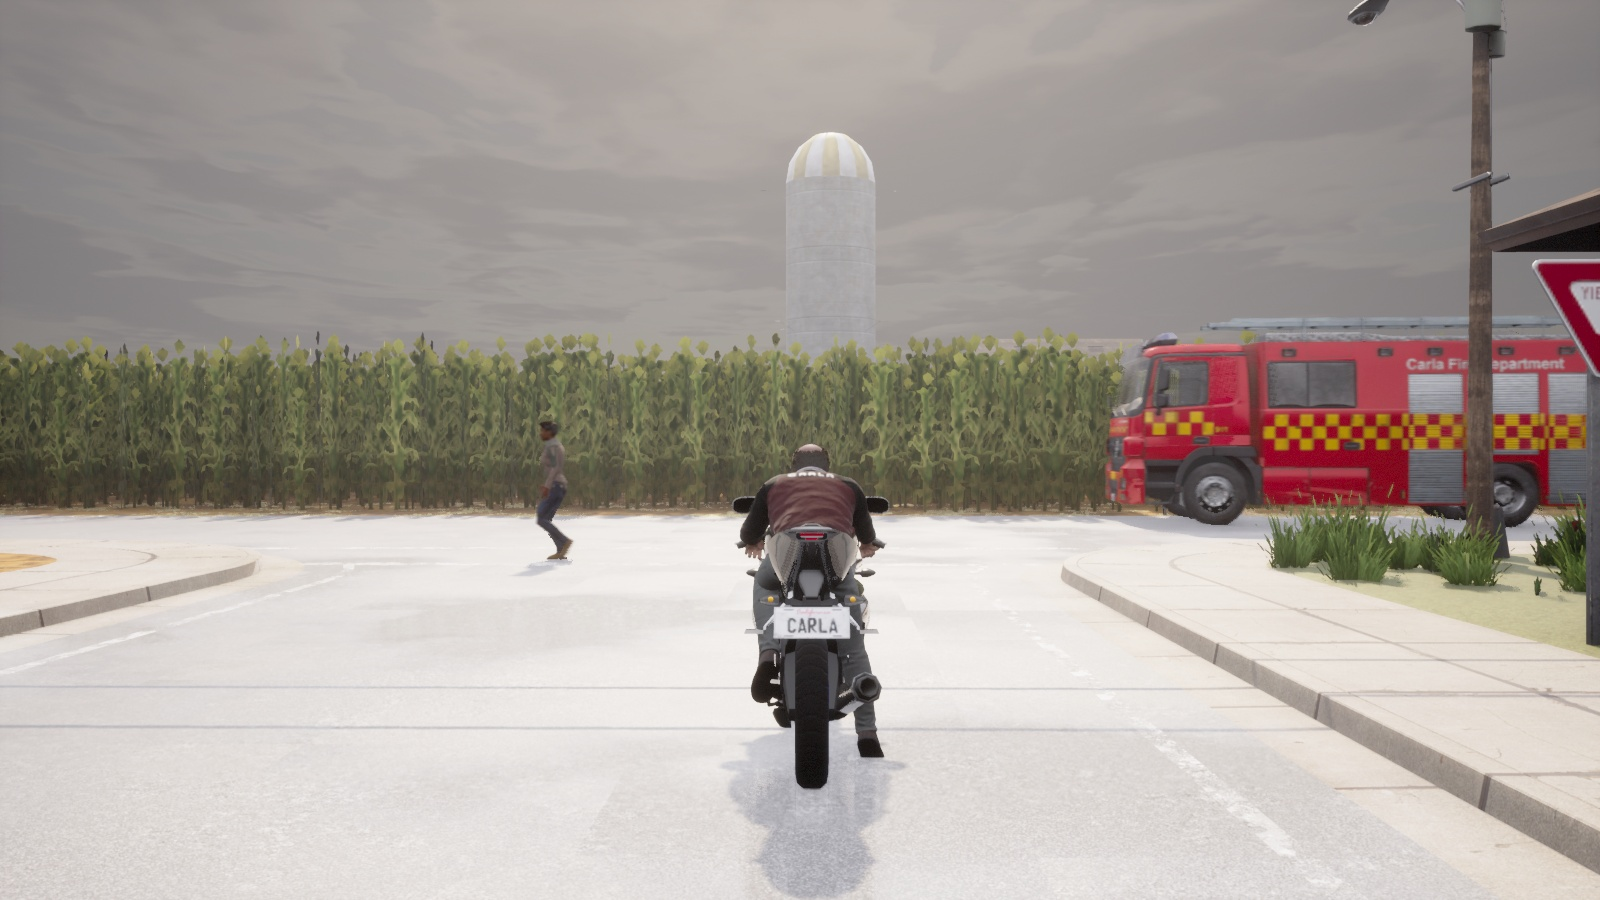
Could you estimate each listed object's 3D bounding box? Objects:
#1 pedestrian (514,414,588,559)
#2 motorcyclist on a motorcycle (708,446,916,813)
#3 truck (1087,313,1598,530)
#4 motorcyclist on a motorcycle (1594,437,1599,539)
[{"bbox_3d":[-3.138,0.457,15.822,0.869,1.805,0.328,0,0,-1],"label":"pedestrian"},{"bbox_3d":[0.055,0.746,6.339,0.866,1.530,2.191,0,0,0],"label":"motorcyclist on a motorcycle"},{"bbox_3d":[9.985,-0.519,24.011,8.468,3.827,2.891,0,0,6],"label":"truck"},{"bbox_3d":[14.168,0.621,20.144,2.350,1.649,0.766,0,0,1],"label":"motorcyclist on a motorcycle"}]
